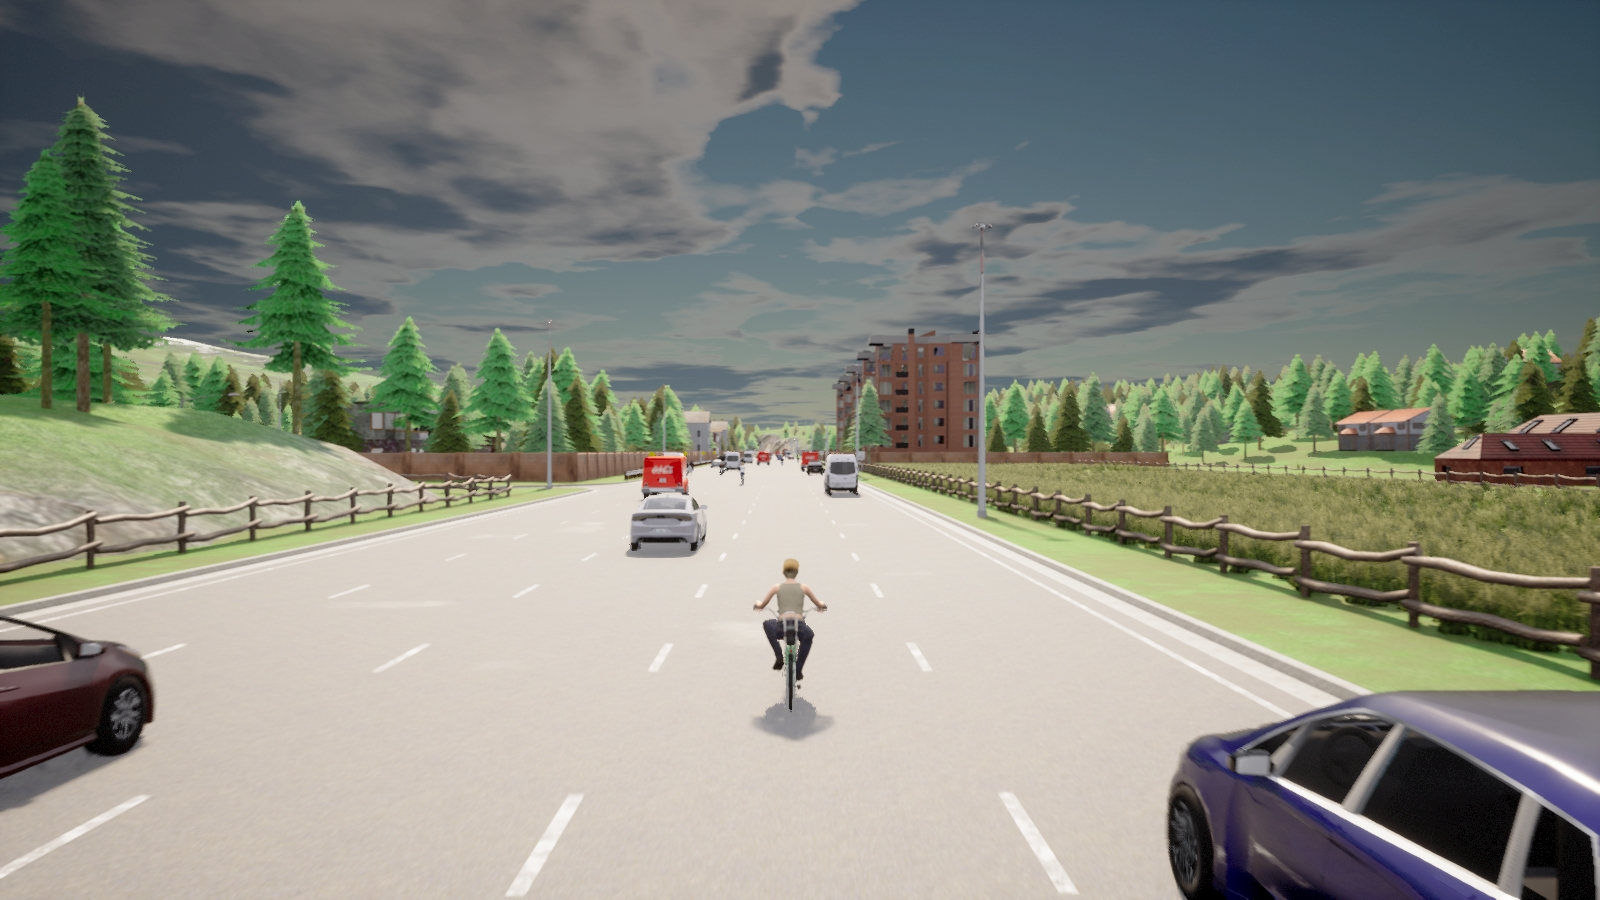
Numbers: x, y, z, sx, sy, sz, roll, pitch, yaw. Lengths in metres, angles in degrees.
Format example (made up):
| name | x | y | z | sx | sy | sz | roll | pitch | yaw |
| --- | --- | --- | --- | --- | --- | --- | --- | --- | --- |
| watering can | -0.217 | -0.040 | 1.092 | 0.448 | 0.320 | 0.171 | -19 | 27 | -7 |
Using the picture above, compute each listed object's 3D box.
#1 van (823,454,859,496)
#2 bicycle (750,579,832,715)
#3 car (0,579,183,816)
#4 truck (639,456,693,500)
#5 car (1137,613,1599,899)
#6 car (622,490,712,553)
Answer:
| name | x | y | z | sx | sy | sz | roll | pitch | yaw |
| --- | --- | --- | --- | --- | --- | --- | --- | --- | --- |
| van | 2.626 | 1.562 | 74.368 | 1.988 | 2.561 | 5.915 | 0 | 0 | -1 |
| bicycle | -0.105 | 2.163 | 12.805 | 0.859 | 1.276 | 1.487 | 0 | 0 | -1 |
| car | -7.138 | 2.044 | 9.111 | 2.007 | 1.525 | 4.514 | 0 | 0 | 0 |
| truck | -7.760 | 1.595 | 66.837 | 2.627 | 2.467 | 5.204 | 0 | 0 | -1 |
| car | 3.483 | 1.970 | 5.630 | 2.242 | 1.667 | 4.611 | 0 | 0 | -1 |
| car | -3.823 | 2.047 | 33.697 | 2.097 | 1.535 | 5.006 | 0 | 0 | -1 |
